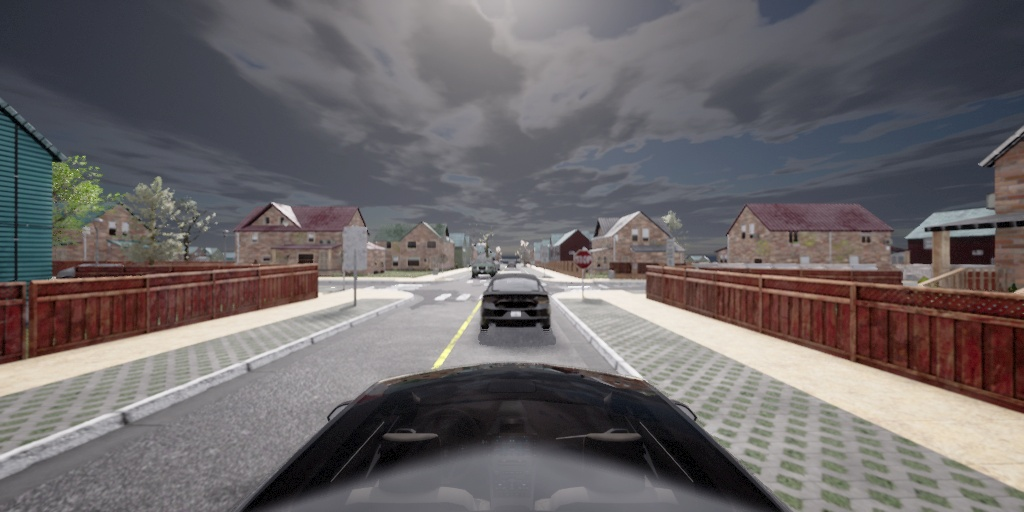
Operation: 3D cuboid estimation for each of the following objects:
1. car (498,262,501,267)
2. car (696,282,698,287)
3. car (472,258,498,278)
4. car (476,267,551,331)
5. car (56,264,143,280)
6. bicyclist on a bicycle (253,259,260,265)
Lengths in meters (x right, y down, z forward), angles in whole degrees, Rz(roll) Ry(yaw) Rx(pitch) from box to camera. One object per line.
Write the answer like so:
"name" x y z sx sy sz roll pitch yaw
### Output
"car" -2.871 1.561 47.260 1.837 1.490 4.892 0 -1 0
"car" 13.742 1.501 22.603 5.357 1.411 2.033 0 0 0
"car" -2.876 1.189 37.189 2.150 2.045 5.566 0 0 0
"car" 0.095 1.273 11.272 1.882 1.535 5.008 0 0 0
"car" -25.309 1.240 22.476 4.902 1.511 2.128 0 0 0
"bicyclist on a bicycle" -20.171 1.081 28.352 0.582 1.620 1.656 0 0 0
